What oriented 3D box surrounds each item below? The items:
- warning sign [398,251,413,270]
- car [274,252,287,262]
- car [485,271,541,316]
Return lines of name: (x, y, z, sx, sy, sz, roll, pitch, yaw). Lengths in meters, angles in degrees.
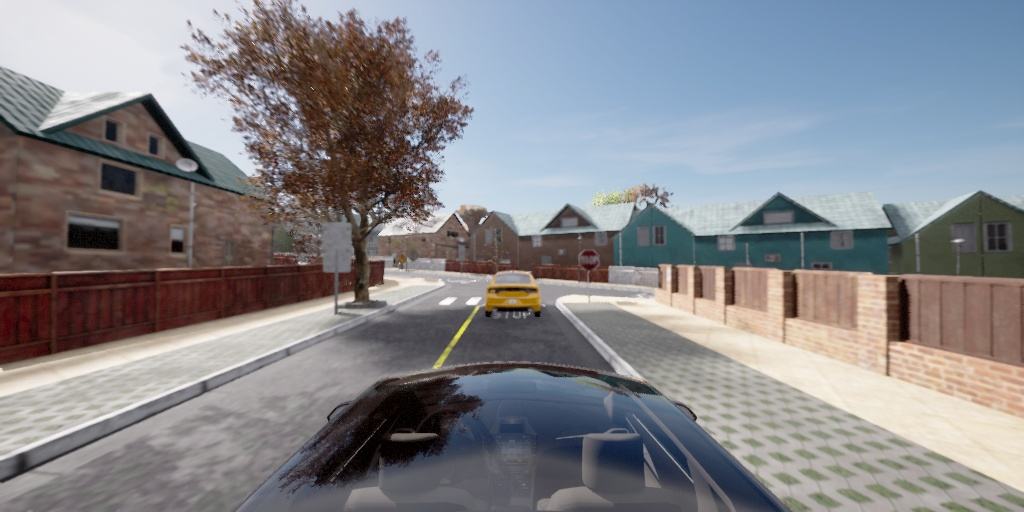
warning sign: (-12.290, 0.658, 40.257, 1.060, 1.860, 1.300, 0, 0, 32)
car: (-33.308, 0.155, 50.546, 4.553, 1.767, 2.097, 2, -1, 33)
car: (0.058, 1.297, 13.729, 1.882, 1.535, 5.008, 0, 0, 1)
